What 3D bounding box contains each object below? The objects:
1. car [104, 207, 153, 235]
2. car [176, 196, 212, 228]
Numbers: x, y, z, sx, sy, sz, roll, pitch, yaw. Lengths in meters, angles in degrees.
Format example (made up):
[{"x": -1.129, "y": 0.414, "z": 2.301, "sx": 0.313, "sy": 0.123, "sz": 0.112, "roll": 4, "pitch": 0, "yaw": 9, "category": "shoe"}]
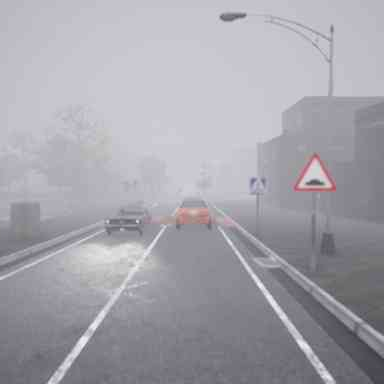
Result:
[{"x": -3.341, "y": 1.497, "z": 18.175, "sx": 1.895, "sy": 1.301, "sz": 4.718, "roll": 0, "pitch": 0, "yaw": 0, "category": "car"}, {"x": 0.099, "y": 1.039, "z": 21.119, "sx": 2.097, "sy": 1.767, "sz": 4.553, "roll": 0, "pitch": 6, "yaw": 0, "category": "car"}]
